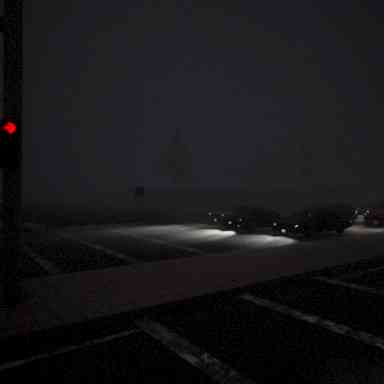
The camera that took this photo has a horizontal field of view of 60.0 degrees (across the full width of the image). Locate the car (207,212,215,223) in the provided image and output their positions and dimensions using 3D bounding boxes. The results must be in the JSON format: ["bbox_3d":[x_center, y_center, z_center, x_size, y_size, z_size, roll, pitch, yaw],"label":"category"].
[{"bbox_3d":[3.465,1.689,24.845,4.718,1.301,1.895,0,0,-35],"label":"car"}]

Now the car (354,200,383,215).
[{"bbox_3d":[20.048,1.699,36.606,4.892,1.490,1.837,0,0,-36],"label":"car"}]

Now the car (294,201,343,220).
[{"bbox_3d":[11.762,1.646,30.693,4.892,1.490,1.837,0,0,-36],"label":"car"}]

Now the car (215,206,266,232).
[{"bbox_3d":[3.878,1.642,20.861,4.181,1.385,1.994,0,0,-35],"label":"car"}]

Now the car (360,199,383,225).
[{"bbox_3d":[14.356,1.484,23.950,4.553,1.767,2.097,0,0,-35],"label":"car"}]

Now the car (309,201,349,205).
[{"bbox_3d":[10.989,1.628,25.860,4.892,1.490,1.837,0,0,-35],"label":"car"}]

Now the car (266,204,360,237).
[{"bbox_3d":[6.894,1.632,18.710,5.357,1.411,2.033,0,0,-35],"label":"car"}]
